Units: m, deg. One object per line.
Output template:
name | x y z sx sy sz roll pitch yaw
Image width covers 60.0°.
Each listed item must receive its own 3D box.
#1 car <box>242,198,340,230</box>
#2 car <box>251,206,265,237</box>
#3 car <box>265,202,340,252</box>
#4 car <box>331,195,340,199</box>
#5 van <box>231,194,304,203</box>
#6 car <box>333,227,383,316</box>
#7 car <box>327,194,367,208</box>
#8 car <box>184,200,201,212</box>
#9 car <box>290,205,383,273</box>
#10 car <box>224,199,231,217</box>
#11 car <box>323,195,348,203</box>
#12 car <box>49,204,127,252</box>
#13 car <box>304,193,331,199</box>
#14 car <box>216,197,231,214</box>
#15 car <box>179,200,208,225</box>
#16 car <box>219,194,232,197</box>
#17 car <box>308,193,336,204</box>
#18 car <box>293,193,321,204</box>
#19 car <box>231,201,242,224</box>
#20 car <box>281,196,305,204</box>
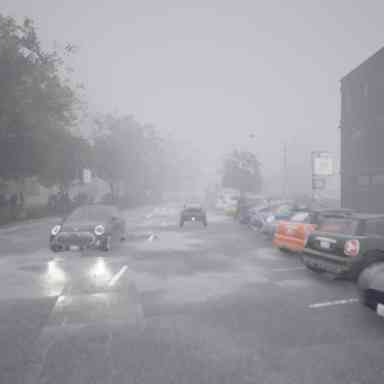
car | 5.399 1.374 18.070 4.553 1.767 2.185 1 0 -20
car | 5.364 1.536 15.061 4.674 1.452 2.002 1 0 -20
car | 5.328 1.366 12.053 4.553 1.767 2.185 1 0 -20
car | 21.230 1.592 52.233 2.163 1.488 4.792 -1 1 -22
van | 5.476 1.285 24.118 4.442 1.987 1.878 1 0 -20
car | 5.324 1.516 6.037 4.792 1.488 2.163 1 0 -20
car | 24.195 1.313 52.317 2.435 2.045 5.566 -1 1 -22
car | 0.004 1.651 40.946 1.895 1.301 4.718 0 0 -1
car | 5.324 1.363 9.051 4.553 1.767 2.185 1 0 -20
car | 5.367 1.554 27.075 4.674 1.452 2.002 1 0 -20
car | 29.975 1.473 69.435 2.185 1.767 4.553 1 -1 -22
car | -4.123 1.361 13.860 2.097 1.767 4.553 0 0 0
car | 18.315 1.310 52.116 2.435 2.045 5.566 0 1 -21
car | 5.182 1.513 30.017 5.366 1.575 1.946 1 0 -20
car | 0.087 1.531 24.617 1.837 1.490 4.892 0 0 0
car | 5.365 1.277 36.110 5.566 2.045 2.435 1 0 -20
car | 26.979 1.345 69.304 2.435 2.045 5.566 1 -1 -22
car | 23.919 1.345 69.264 2.435 2.045 5.566 0 -1 -21
car | 5.358 1.504 21.073 5.008 1.535 2.097 1 0 -20
car | 20.896 1.624 69.178 2.163 1.488 4.792 0 -1 -21
